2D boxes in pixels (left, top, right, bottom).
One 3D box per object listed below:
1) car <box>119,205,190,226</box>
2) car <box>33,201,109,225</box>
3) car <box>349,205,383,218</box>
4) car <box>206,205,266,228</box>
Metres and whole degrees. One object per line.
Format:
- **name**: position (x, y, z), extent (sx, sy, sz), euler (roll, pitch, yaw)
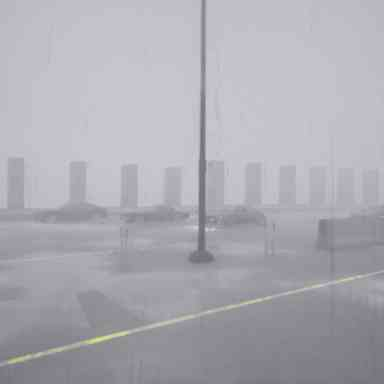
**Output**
- **car**: position (-2.598, 1.585, 23.131), extent (4.718, 1.301, 1.895), euler (0, 0, -32)
- **car**: position (-8.459, 1.414, 23.522), extent (5.008, 1.535, 1.882), euler (1, 0, -33)
- **car**: position (13.961, 1.669, 24.584), extent (5.357, 1.411, 2.033), euler (0, 0, -28)
- **car**: position (2.977, 1.594, 22.406), extent (4.181, 1.385, 1.994), euler (0, 0, -31)
